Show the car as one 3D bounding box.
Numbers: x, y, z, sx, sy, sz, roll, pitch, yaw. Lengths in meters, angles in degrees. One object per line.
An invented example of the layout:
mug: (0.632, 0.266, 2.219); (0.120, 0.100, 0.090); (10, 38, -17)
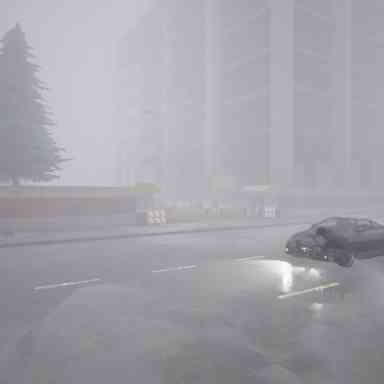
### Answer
car: (5.171, 1.564, 11.355); (4.181, 1.385, 1.994); (0, 0, -32)

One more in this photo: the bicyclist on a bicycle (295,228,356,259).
bicyclist on a bicycle: (3.740, 1.477, 9.268); (1.656, 0.582, 1.620); (3, -34, 18)
